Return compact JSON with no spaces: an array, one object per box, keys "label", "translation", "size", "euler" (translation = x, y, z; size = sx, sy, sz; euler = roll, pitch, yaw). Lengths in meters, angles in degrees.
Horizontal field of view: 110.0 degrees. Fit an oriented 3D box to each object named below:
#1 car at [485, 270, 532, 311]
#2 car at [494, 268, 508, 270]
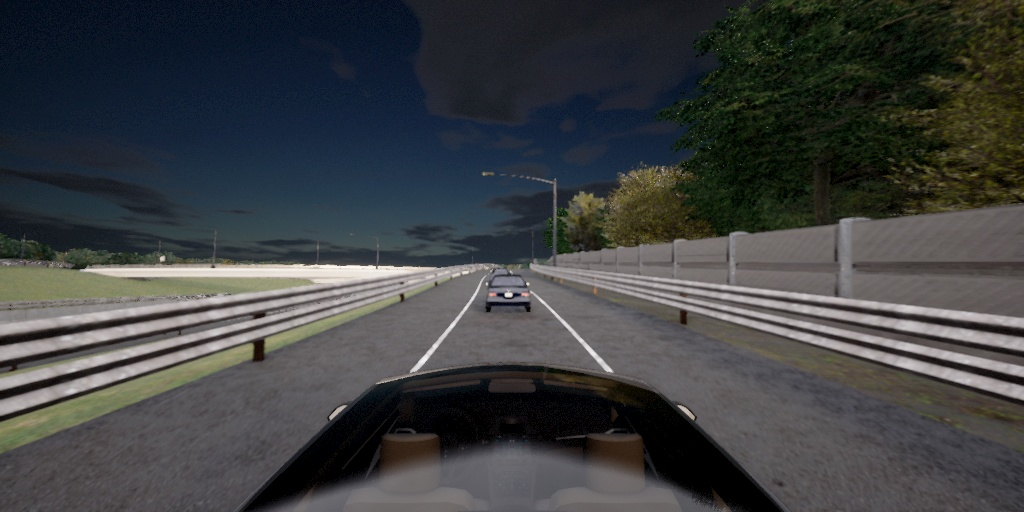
[{"label":"car","translation":[-0.183,1.493,15.524],"size":[2.033,1.411,5.357],"euler":[0,-1,-2]},{"label":"car","translation":[-0.976,1.731,31.429],"size":[1.994,1.385,4.181],"euler":[0,-1,-3]}]
